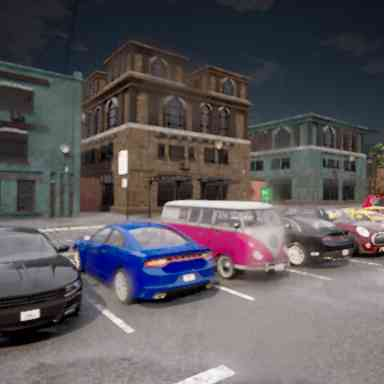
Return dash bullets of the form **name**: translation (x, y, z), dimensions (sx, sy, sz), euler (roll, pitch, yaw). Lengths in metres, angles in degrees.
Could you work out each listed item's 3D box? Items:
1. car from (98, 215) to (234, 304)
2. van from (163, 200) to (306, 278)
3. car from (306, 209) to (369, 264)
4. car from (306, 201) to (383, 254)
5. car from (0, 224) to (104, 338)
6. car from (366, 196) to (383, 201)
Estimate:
- **car**: translation (-1.484, 1.481, 8.381), dimensions (2.097, 1.535, 5.008), euler (0, 0, -36)
- **van**: translation (0.847, 1.255, 9.906), dimensions (1.878, 1.987, 4.442), euler (0, 0, -36)
- **car**: translation (3.049, 1.482, 11.613), dimensions (2.231, 1.521, 4.892), euler (0, 0, -36)
- **car**: translation (5.395, 1.355, 13.332), dimensions (2.185, 1.767, 4.553), euler (0, 0, -36)
- **car**: translation (-3.756, 1.480, 6.773), dimensions (2.097, 1.535, 5.008), euler (0, 0, -36)
- **car**: translation (12.125, 1.227, 18.060), dimensions (2.435, 2.045, 5.566), euler (0, 0, -36)
